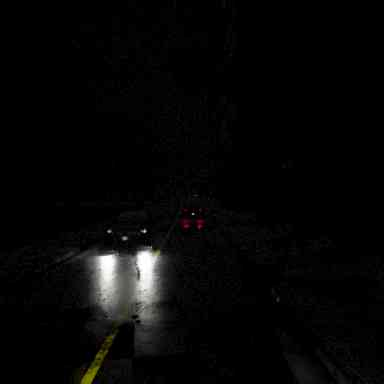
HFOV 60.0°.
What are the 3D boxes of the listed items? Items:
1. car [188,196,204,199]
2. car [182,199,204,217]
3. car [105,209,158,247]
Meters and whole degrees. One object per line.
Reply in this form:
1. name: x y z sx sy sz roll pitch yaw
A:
1. car: 0.089 1.524 43.065 2.128 1.511 4.902 0 0 0
2. car: 0.090 1.615 31.082 1.895 1.301 4.718 0 0 0
3. car: -2.599 1.526 15.212 1.812 1.442 4.674 0 0 0
